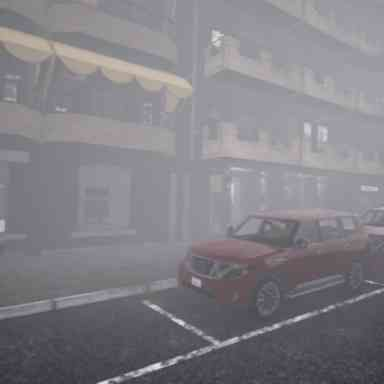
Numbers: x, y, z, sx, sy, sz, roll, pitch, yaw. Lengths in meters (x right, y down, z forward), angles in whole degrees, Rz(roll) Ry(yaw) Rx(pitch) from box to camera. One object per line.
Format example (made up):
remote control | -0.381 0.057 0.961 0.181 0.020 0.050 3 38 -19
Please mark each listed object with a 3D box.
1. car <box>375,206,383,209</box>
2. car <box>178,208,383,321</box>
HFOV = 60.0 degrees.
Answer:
car | 6.640 1.413 10.806 5.009 1.841 2.192 1 1 -35
car | 2.139 1.366 7.595 5.009 1.841 2.192 1 1 -35
